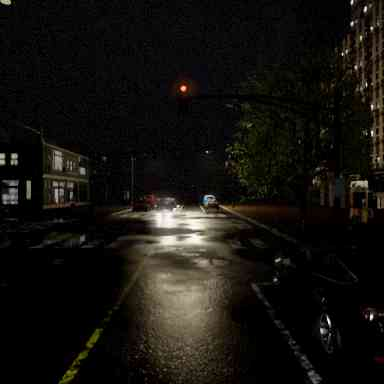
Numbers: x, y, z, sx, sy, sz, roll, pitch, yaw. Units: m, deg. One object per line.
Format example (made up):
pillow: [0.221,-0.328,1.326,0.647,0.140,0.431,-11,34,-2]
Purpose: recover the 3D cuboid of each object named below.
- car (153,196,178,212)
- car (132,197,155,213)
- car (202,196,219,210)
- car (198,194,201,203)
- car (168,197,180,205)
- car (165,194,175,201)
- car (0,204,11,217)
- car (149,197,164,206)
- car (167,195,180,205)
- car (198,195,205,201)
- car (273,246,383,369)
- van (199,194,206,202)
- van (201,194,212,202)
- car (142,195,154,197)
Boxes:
car: [-3.156,1.528,39.990,2.128,1.511,4.902,0,0,0]
car: [-5.747,1.616,38.211,1.802,1.307,4.206,0,0,0]
car: [2.624,1.565,43.948,1.752,1.417,4.829,0,0,0]
car: [2.597,1.606,60.432,2.008,1.369,4.403,0,0,0]
car: [-3.168,1.618,59.109,1.994,1.385,4.181,0,0,0]
car: [-5.826,1.397,88.171,2.192,1.841,5.009,0,0,0]
car: [-17.311,1.394,27.196,4.507,1.381,1.887,1,-1,-1]
car: [-5.774,1.601,54.865,2.008,1.369,4.403,0,0,0]
car: [-3.179,1.608,49.121,1.994,1.385,4.181,0,0,-1]
car: [2.553,1.608,88.356,1.752,1.417,4.829,0,0,0]
car: [2.686,1.571,5.749,1.947,1.339,4.313,0,0,0]
van: [2.564,1.418,82.636,1.690,1.788,3.998,0,0,0]
van: [2.617,1.386,49.330,1.690,1.788,3.998,0,0,0]
car: [-5.755,1.355,43.763,2.192,1.841,5.009,0,0,0]
